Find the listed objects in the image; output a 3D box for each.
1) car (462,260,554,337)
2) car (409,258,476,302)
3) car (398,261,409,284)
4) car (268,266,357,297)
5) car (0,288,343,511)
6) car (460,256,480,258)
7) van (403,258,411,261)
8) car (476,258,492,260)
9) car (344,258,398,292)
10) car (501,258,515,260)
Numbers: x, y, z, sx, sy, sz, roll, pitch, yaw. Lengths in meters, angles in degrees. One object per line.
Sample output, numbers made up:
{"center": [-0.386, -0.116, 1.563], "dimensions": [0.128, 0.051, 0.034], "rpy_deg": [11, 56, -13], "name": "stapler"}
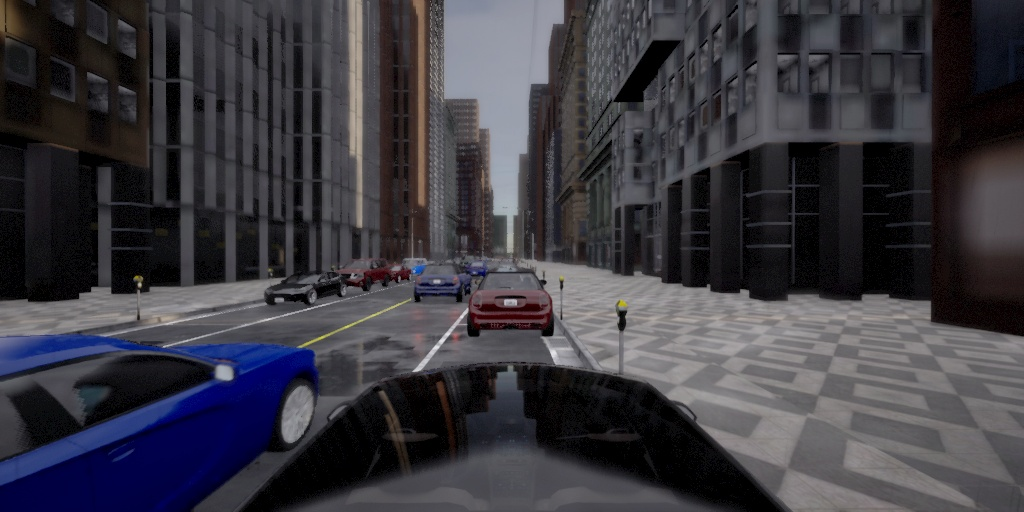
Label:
{"center": [-0.032, 1.102, 10.470], "dimensions": [2.097, 1.767, 4.553], "rpy_deg": [0, 0, 0], "name": "car"}
{"center": [-3.145, 1.099, 17.188], "dimensions": [2.097, 1.767, 4.553], "rpy_deg": [0, 0, 0], "name": "car"}
{"center": [-8.908, 1.294, 27.194], "dimensions": [1.888, 1.381, 4.507], "rpy_deg": [0, 0, 0], "name": "car"}
{"center": [-8.908, 1.315, 15.920], "dimensions": [1.948, 1.339, 4.313], "rpy_deg": [0, 0, 0], "name": "car"}
{"center": [-3.145, 1.227, 2.115], "dimensions": [1.882, 1.535, 5.008], "rpy_deg": [0, 0, 0], "name": "car"}
{"center": [-6.146, 0.954, 50.808], "dimensions": [2.150, 2.045, 5.566], "rpy_deg": [0, 0, 0], "name": "car"}
{"center": [-8.908, 1.089, 32.830], "dimensions": [1.690, 1.789, 3.998], "rpy_deg": [0, 0, 0], "name": "van"}
{"center": [-3.140, 1.227, 32.590], "dimensions": [1.882, 1.535, 5.008], "rpy_deg": [0, 0, 0], "name": "car"}
{"center": [-8.908, 1.064, 21.556], "dimensions": [2.192, 1.841, 5.009], "rpy_deg": [0, 0, 0], "name": "car"}
{"center": [-0.383, 1.189, 27.203], "dimensions": [1.967, 1.591, 4.097], "rpy_deg": [0, 0, 0], "name": "car"}
